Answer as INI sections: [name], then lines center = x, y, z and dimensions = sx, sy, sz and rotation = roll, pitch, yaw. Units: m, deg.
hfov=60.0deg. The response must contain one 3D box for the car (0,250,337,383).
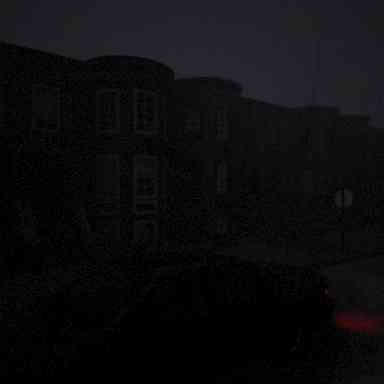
[car]
center = -0.333, 1.547, 4.326
dimensions = 5.357, 1.411, 2.033
rotation = 0, 0, -35
